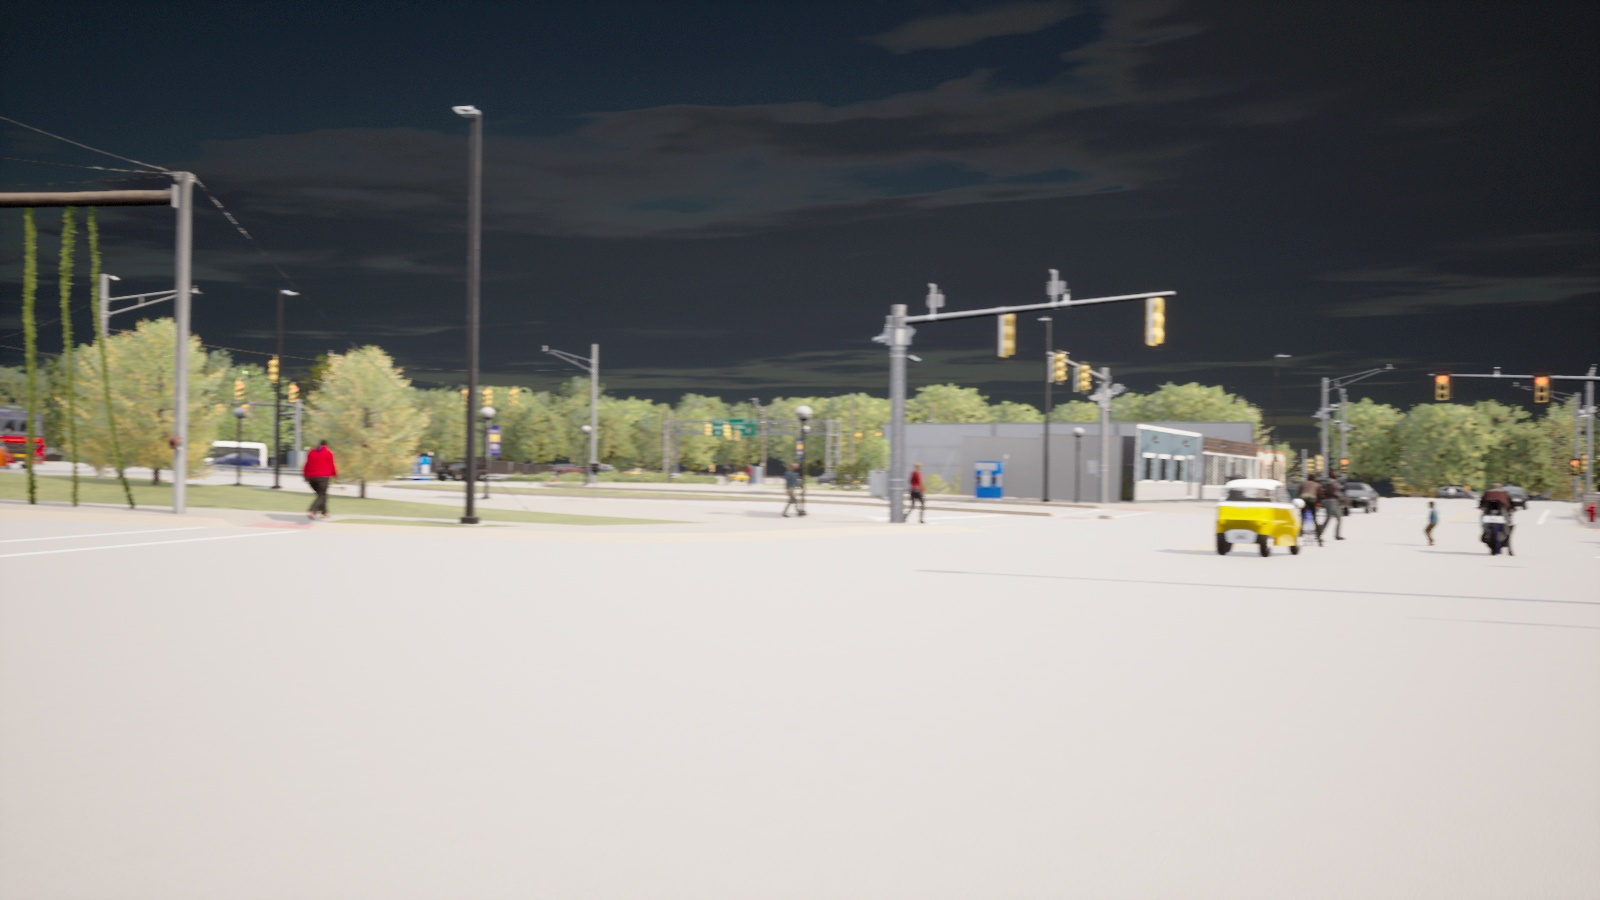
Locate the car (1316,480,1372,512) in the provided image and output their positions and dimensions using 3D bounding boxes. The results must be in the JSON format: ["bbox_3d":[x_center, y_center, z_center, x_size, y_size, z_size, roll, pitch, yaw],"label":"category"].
[{"bbox_3d":[29.871,2.492,68.868,2.152,1.651,5.027,1,-1,31],"label":"car"}]

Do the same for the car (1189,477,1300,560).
[{"bbox_3d":[8.063,1.214,22.709,1.481,1.376,2.207,0,-2,30],"label":"car"}]

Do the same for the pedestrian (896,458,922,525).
[{"bbox_3d":[3.067,1.163,35.245,0.636,1.846,0.331,1,-1,-38],"label":"pedestrian"}]

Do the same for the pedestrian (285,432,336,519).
[{"bbox_3d":[-10.555,0.547,27.113,0.634,1.844,0.899,1,0,9],"label":"pedestrian"}]

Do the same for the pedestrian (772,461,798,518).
[{"bbox_3d":[-0.490,1.266,40.556,0.726,1.842,0.402,1,0,31],"label":"pedestrian"}]

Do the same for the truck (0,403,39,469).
[{"bbox_3d":[-50.179,-0.973,76.351,8.468,3.827,2.891,3,-1,31],"label":"truck"}]

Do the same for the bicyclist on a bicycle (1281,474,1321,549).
[{"bbox_3d":[11.253,1.377,28.190,0.582,1.620,1.656,1,-3,29],"label":"bicyclist on a bicycle"}]

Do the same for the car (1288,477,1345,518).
[{"bbox_3d":[25.031,2.285,60.777,1.905,1.878,3.866,1,-1,33],"label":"car"}]

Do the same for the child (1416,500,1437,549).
[{"bbox_3d":[15.529,1.836,31.128,0.448,1.192,0.343,1,0,29],"label":"child"}]

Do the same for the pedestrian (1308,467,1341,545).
[{"bbox_3d":[13.300,1.414,31.840,0.666,1.930,0.402,1,-1,36],"label":"pedestrian"}]

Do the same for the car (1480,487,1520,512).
[{"bbox_3d":[45.889,3.195,82.265,2.163,1.488,4.792,1,-1,30],"label":"car"}]

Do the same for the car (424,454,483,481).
[{"bbox_3d":[-25.351,1.305,91.968,1.905,1.878,3.866,0,-1,31],"label":"car"}]

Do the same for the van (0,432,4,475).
[{"bbox_3d":[-38.473,0.054,56.202,1.775,1.987,4.442,1,-2,31],"label":"van"}]

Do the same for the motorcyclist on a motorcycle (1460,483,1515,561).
[{"bbox_3d":[14.253,1.477,26.007,0.866,1.530,2.191,1,-2,32],"label":"motorcyclist on a motorcycle"}]
